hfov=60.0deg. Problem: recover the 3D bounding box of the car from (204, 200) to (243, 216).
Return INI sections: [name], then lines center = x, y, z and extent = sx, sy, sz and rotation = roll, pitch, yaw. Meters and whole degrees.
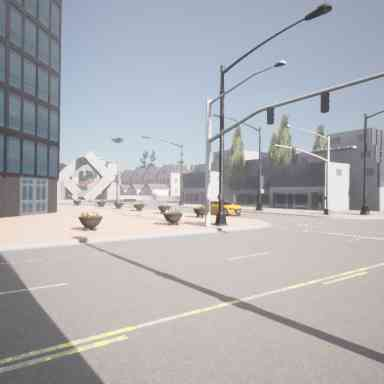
[car]
center = 2.991, 1.564, 33.674
extent = 1.882, 1.535, 5.008
rotation = 1, -1, -35
